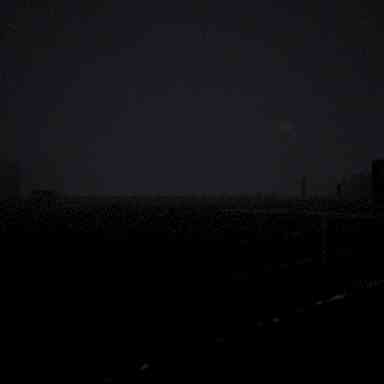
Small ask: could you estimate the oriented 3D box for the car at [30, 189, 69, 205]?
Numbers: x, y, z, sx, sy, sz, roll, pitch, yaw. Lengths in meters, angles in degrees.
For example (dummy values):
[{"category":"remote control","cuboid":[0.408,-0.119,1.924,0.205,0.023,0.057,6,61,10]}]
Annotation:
[{"category":"car","cuboid":[-19.055,0.648,44.315,5.566,2.045,2.150,0,1,25]}]
